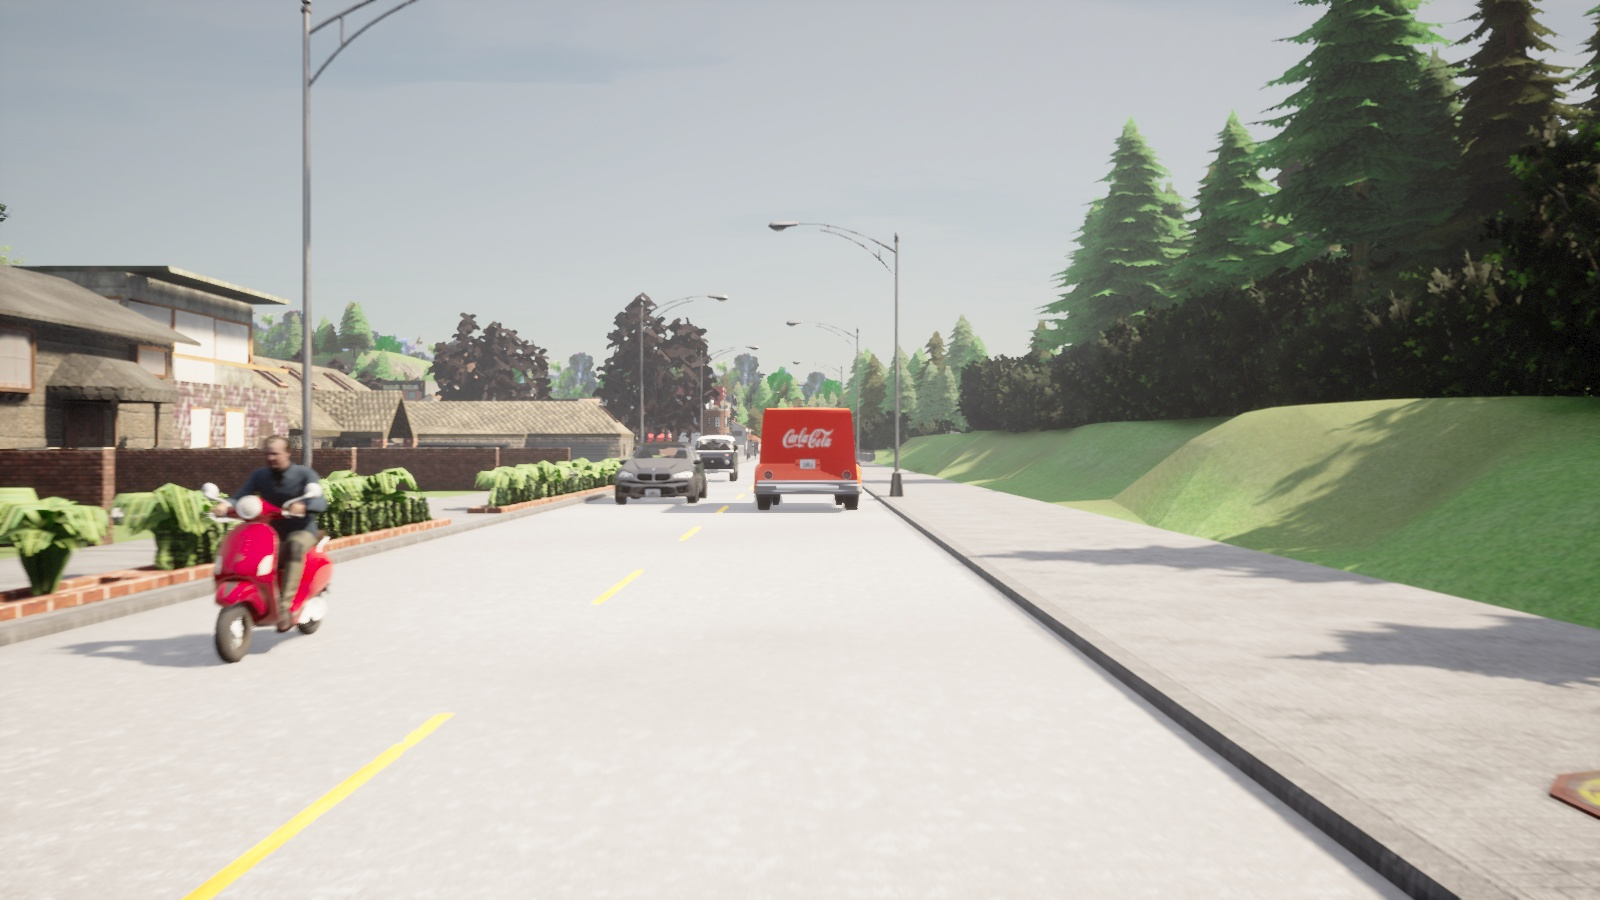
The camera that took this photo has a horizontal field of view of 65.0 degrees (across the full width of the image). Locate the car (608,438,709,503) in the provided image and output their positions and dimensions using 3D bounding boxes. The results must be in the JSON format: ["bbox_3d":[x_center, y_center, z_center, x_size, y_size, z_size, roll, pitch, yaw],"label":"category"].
[{"bbox_3d":[-3.791,0.520,34.561,2.242,1.667,4.611,0,0,0],"label":"car"}]

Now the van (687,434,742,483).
[{"bbox_3d":[-3.676,0.359,54.929,2.069,2.038,4.480,0,0,0],"label":"van"}]

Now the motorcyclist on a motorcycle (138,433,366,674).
[{"bbox_3d":[-3.927,0.679,9.193,0.866,1.590,1.817,0,0,0],"label":"motorcyclist on a motorcycle"}]

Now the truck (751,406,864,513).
[{"bbox_3d":[0.195,0.202,31.798,2.627,2.467,5.204,0,0,0],"label":"truck"}]
